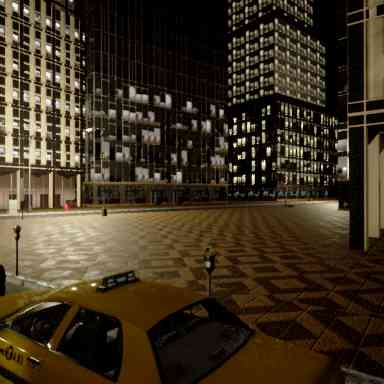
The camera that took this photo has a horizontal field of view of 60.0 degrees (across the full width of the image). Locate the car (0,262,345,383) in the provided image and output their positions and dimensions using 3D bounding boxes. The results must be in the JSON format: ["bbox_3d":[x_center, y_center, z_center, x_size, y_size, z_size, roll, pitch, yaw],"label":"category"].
[{"bbox_3d":[-0.964,1.525,3.562,4.829,1.417,1.752,0,0,35],"label":"car"}]
